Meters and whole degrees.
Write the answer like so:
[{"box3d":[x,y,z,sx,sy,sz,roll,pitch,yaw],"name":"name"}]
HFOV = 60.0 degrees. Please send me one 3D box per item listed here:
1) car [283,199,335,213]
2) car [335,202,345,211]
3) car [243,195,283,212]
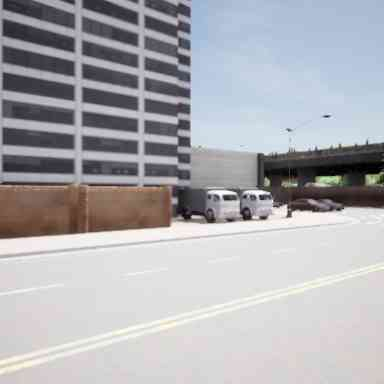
[{"box3d":[12.772,1.499,36.561,1.812,1.442,4.674,0,0,-36],"name":"car"},{"box3d":[15.501,1.540,38.763,1.994,1.385,4.181,0,0,-36],"name":"car"},{"box3d":[10.130,1.524,46.276,2.033,1.411,5.357,0,0,-35],"name":"car"}]
